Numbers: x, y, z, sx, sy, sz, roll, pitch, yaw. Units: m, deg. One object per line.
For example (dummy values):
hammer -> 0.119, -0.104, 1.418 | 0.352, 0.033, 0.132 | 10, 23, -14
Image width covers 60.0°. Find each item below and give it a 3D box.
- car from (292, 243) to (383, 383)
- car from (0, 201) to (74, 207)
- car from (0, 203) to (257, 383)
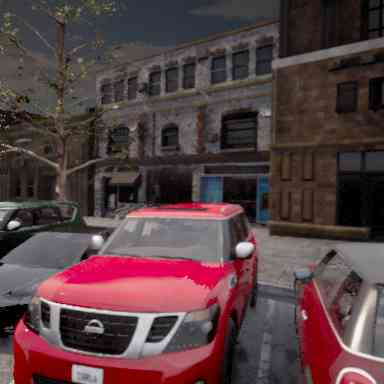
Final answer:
car -> 2.284, 1.358, 3.745 | 2.185, 1.767, 4.553 | 0, -1, 15
car -> -5.059, 1.273, 8.968 | 2.435, 2.045, 5.566 | 0, -1, 15
car -> -0.153, 1.246, 5.489 | 2.435, 2.045, 5.566 | 0, -1, 15
